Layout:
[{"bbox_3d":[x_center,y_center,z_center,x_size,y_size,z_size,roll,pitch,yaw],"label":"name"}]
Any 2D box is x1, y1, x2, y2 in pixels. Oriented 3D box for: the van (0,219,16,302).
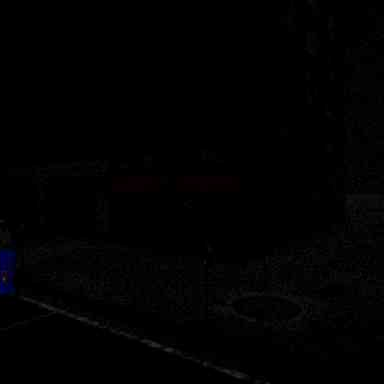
[{"bbox_3d":[-5.310,1.341,6.876,3.998,1.788,1.690,0,0,36],"label":"van"}]
